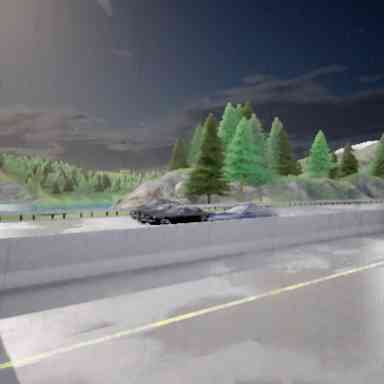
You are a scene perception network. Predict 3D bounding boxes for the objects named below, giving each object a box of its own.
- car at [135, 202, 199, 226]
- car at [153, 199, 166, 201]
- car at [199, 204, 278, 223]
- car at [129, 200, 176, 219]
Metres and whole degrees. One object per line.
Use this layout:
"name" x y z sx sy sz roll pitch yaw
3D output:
"car" -0.793 1.517 20.624 4.718 1.301 1.895 -1 0 -35
"car" -2.834 1.403 27.765 4.892 1.490 1.837 -1 0 -35
"car" 2.979 1.426 19.001 4.674 1.442 1.812 -1 0 -36
"car" -1.955 1.509 24.096 4.718 1.301 1.895 -1 0 -35
